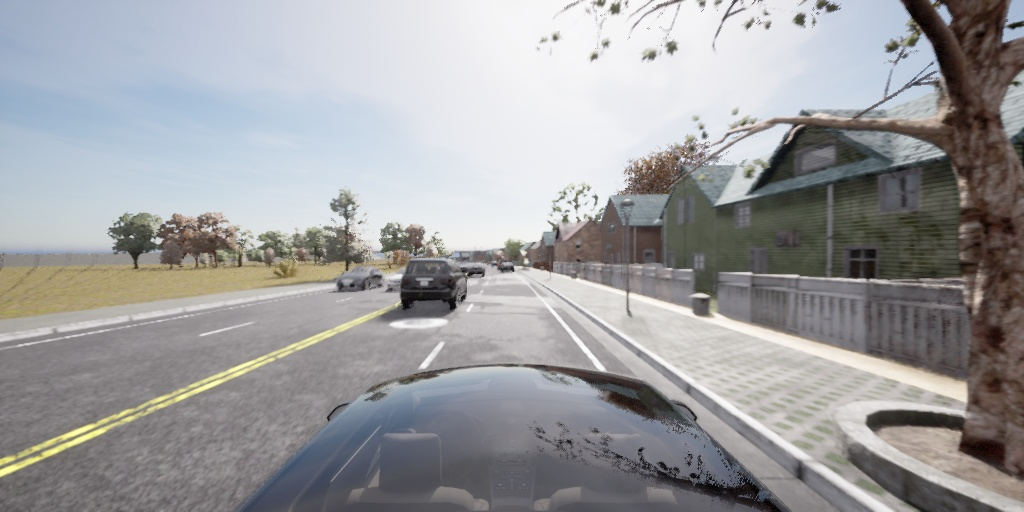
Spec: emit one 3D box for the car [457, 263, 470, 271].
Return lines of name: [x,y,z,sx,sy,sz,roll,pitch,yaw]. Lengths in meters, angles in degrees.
car: [-8.702,1.934,64.629,2.033,1.411,5.357,0,-1,-4]

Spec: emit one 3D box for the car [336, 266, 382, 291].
car: [-10.147,1.472,24.342,2.128,1.511,4.902,0,-1,-1]

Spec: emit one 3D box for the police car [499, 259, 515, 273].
police car: [-0.628,1.700,55.767,1.930,1.638,5.238,0,-1,-3]

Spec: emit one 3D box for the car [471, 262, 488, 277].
car: [-4.076,1.654,42.350,1.837,1.490,4.892,0,0,-3]

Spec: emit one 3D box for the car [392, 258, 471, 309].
car: [-3.274,1.110,15.887,2.150,2.045,5.566,0,0,-1]

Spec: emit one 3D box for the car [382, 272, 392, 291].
car: [-6.890,1.497,24.091,1.812,1.442,4.674,0,-1,-1]
